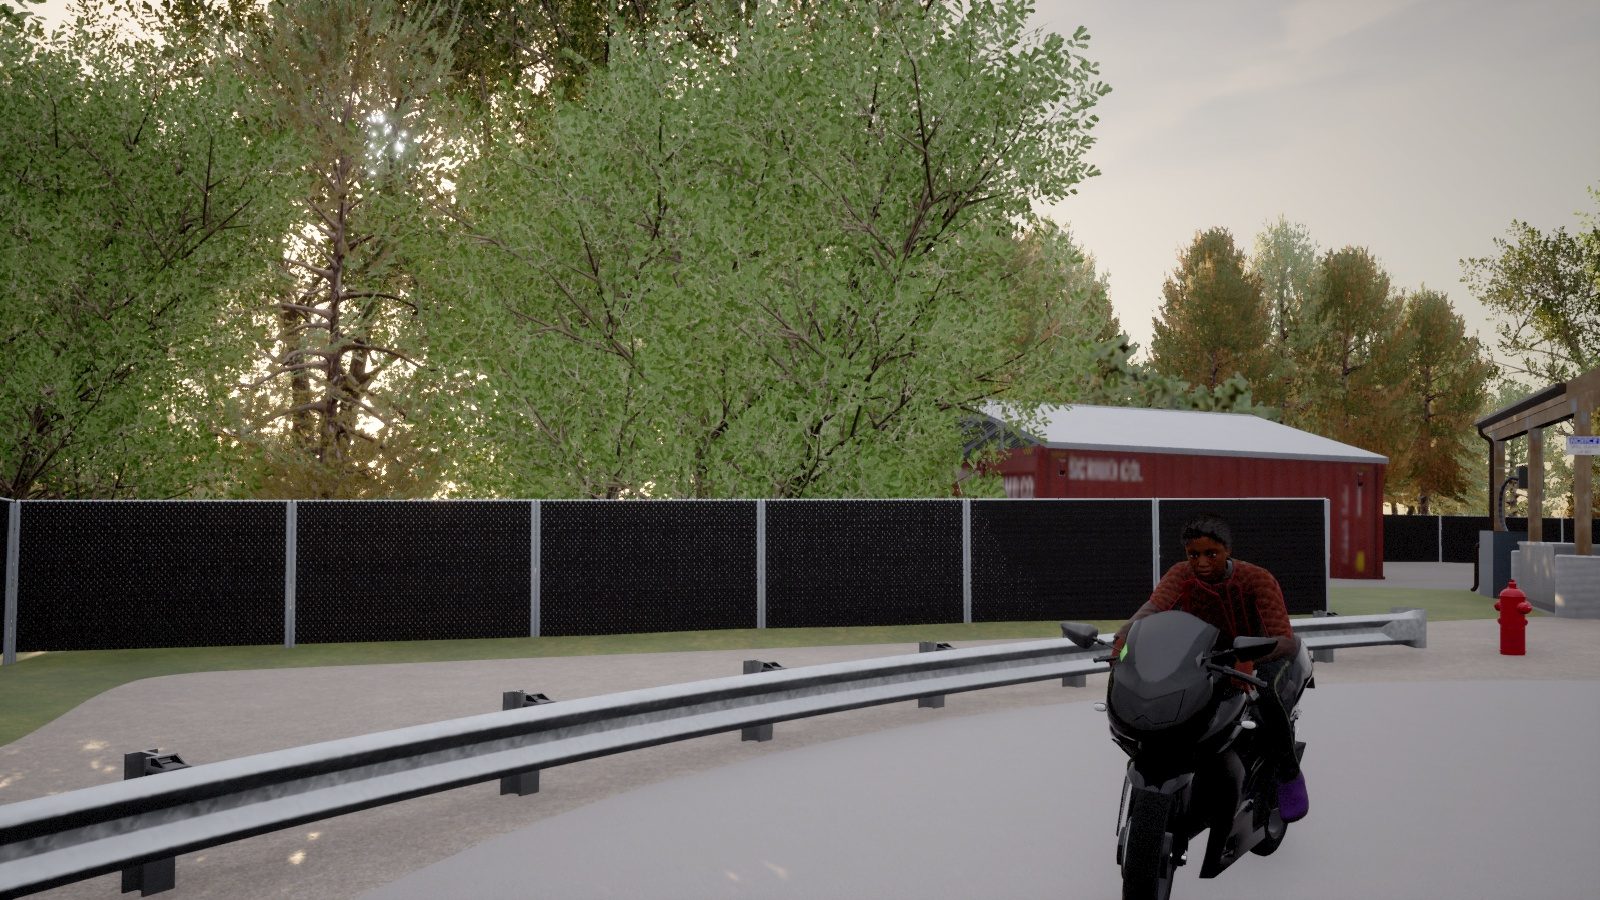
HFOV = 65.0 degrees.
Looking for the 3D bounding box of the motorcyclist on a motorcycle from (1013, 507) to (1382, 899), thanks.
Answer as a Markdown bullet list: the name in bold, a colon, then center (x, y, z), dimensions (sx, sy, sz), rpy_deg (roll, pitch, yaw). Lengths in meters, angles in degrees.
- **motorcyclist on a motorcycle**: center (1.674, 0.996, 5.020), dimensions (0.797, 1.523, 2.044), rpy_deg (-1, -3, 36)
